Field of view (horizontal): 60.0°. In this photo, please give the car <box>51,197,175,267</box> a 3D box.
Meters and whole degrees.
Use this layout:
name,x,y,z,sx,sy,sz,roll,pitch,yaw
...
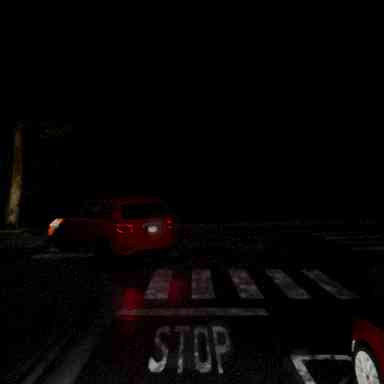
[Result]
name,x,y,z,sx,sy,sz,roll,pitch,yaw
car,-2.902,1.199,11.833,2.150,2.045,5.566,-1,1,-40

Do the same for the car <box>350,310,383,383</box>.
name,x,y,z,sx,sy,sz,roll,pitch,yaw
car,2.625,1.531,1.985,1.887,1.381,4.507,-1,0,0

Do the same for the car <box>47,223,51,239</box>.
name,x,y,z,sx,sy,sz,roll,pitch,yaw
car,-4.220,1.300,15.447,4.553,1.767,2.097,-1,0,-2
